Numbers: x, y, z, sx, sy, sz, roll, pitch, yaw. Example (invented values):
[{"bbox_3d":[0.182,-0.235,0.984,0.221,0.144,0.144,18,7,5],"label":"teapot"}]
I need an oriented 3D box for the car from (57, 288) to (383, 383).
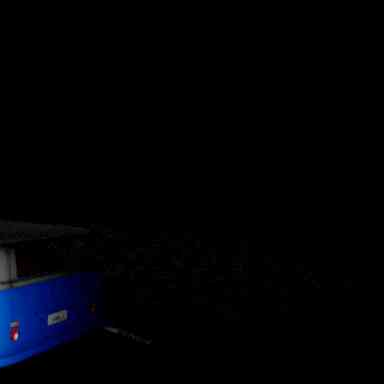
[{"bbox_3d":[1.369,1.545,1.986,4.507,1.381,1.887,0,0,36],"label":"car"}]

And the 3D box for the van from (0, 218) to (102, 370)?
[{"bbox_3d":[-3.188,1.335,5.256,3.998,1.788,1.690,0,0,36],"label":"van"}]
